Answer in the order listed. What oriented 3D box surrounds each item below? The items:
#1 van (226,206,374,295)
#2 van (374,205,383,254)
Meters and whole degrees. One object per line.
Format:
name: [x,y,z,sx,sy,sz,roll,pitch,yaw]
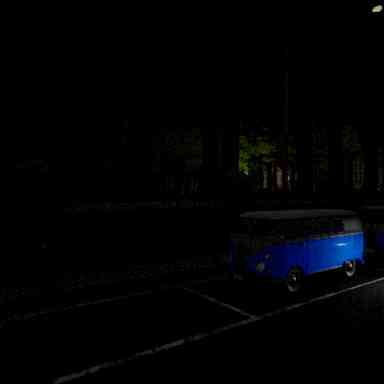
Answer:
van: [2.705,1.340,8.460,3.998,1.788,1.690,0,0,-35]
van: [7.312,1.338,11.744,3.998,1.788,1.690,0,0,-35]
